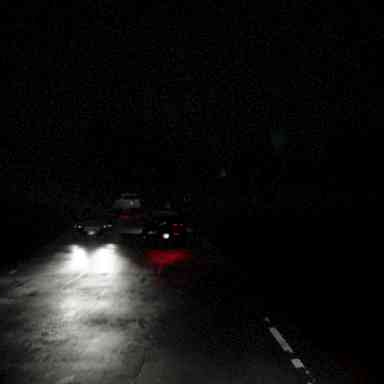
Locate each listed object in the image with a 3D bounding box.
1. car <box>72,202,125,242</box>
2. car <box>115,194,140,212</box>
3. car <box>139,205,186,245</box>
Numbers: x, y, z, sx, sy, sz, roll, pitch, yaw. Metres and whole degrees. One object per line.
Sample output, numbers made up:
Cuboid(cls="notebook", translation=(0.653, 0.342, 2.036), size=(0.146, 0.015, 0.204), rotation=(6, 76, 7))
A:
Cuboid(cls="car", translation=(-4.690, 1.496, 16.672), size=(2.128, 1.511, 4.902), rotation=(0, 0, -9))
Cuboid(cls="car", translation=(-7.226, 1.211, 36.984), size=(2.150, 2.045, 5.566), rotation=(0, 0, -21))
Cuboid(cls="car", translation=(-1.420, 1.503, 15.707), size=(1.837, 1.490, 4.892), rotation=(0, 0, -9))
